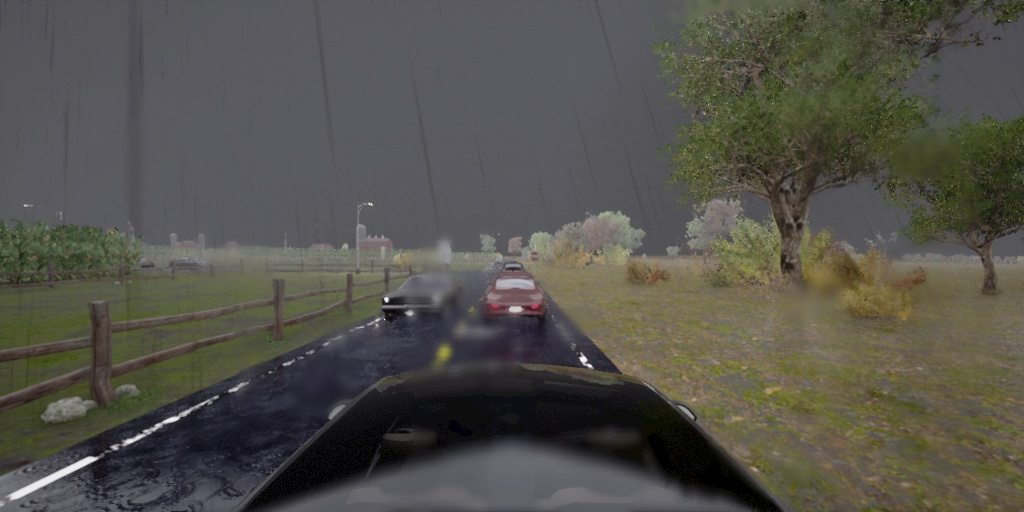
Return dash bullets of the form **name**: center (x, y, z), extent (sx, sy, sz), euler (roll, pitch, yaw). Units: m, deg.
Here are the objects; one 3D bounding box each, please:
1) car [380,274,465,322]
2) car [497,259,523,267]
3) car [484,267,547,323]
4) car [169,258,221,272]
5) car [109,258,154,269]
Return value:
- **car**: center (-2.858, 1.326, 12.373), extent (1.895, 1.301, 4.718), euler (0, 0, 0)
- **car**: center (0.078, 1.201, 26.546), extent (1.837, 1.490, 4.892), euler (0, 0, 0)
- **car**: center (0.087, 1.251, 11.892), extent (1.812, 1.442, 4.674), euler (0, 0, 0)
- **car**: center (-35.511, 0.948, 40.242), extent (4.902, 1.511, 2.128), euler (0, 1, -1)
- **car**: center (-45.726, 0.913, 43.009), extent (4.181, 1.385, 1.994), euler (0, 1, 0)
